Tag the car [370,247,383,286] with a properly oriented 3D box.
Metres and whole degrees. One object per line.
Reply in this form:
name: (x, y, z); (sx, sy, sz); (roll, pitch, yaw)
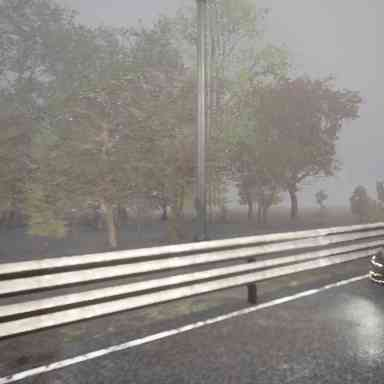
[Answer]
car: (6.250, 1.501, 8.150); (4.892, 1.490, 1.837); (0, 0, -36)
